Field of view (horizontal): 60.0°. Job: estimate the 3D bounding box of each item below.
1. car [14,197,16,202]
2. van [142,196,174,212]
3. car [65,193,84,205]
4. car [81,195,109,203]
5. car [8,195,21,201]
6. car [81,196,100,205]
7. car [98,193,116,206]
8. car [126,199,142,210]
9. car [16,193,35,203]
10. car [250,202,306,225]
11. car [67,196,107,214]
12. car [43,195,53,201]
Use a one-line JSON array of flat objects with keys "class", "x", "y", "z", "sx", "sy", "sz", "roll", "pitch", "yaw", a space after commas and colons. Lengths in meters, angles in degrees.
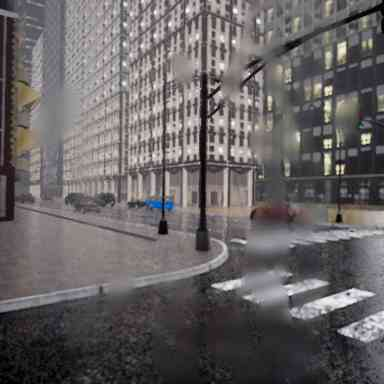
[{"class": "car", "x": -36.685, "y": 1.363, "z": 70.005, "sx": 1.947, "sy": 1.339, "sz": 4.313, "roll": 1, "pitch": -1, "yaw": -35}, {"class": "van", "x": -3.690, "y": 1.322, "z": 38.010, "sx": 1.690, "sy": 1.788, "sz": 3.998, "roll": 1, "pitch": -1, "yaw": -35}, {"class": "car", "x": -19.663, "y": 1.131, "z": 55.866, "sx": 2.150, "sy": 2.045, "sz": 5.566, "roll": 1, "pitch": -1, "yaw": -35}, {"class": "car", "x": -14.202, "y": 1.484, "z": 48.262, "sx": 1.994, "sy": 1.385, "sz": 4.181, "roll": 1, "pitch": -1, "yaw": -37}, {"class": "car", "x": -39.954, "y": 1.344, "z": 74.611, "sx": 2.008, "sy": 1.369, "sz": 4.403, "roll": 1, "pitch": -1, "yaw": -35}, {"class": "car", "x": -18.116, "y": 1.464, "z": 59.113, "sx": 1.837, "sy": 1.490, "sz": 4.892, "roll": 1, "pitch": -1, "yaw": -35}, {"class": "car", "x": -14.109, "y": 1.194, "z": 53.408, "sx": 2.150, "sy": 2.045, "sz": 5.566, "roll": 1, "pitch": -1, "yaw": -35}, {"class": "car", "x": -6.963, "y": 1.524, "z": 42.614, "sx": 2.008, "sy": 1.369, "sz": 4.403, "roll": 1, "pitch": -1, "yaw": -35}, {"class": "car", "x": -30.142, "y": 1.121, "z": 60.795, "sx": 2.192, "sy": 1.841, "sz": 5.009, "roll": 1, "pitch": -1, "yaw": -35}, {"class": "car", "x": 6.119, "y": 1.445, "z": 24.192, "sx": 1.967, "sy": 1.590, "sz": 4.097, "roll": 1, "pitch": -1, "yaw": -35}, {"class": "car", "x": -10.526, "y": 1.393, "z": 33.158, "sx": 2.008, "sy": 1.369, "sz": 4.403, "roll": 1, "pitch": -1, "yaw": -35}, {"class": "car", "x": -36.393, "y": 1.510, "z": 84.067, "sx": 1.802, "sy": 1.307, "sz": 4.206, "roll": 1, "pitch": -1, "yaw": -35}]
